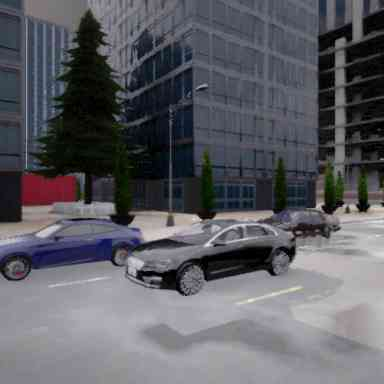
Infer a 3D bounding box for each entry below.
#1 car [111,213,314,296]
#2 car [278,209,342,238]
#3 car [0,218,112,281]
[{"bbox_3d":[0.695,1.492,8.724,4.902,1.511,2.128,0,0,-35],"label":"car"},{"bbox_3d":[5.094,1.548,16.139,5.357,1.411,2.033,0,0,-35],"label":"car"},{"bbox_3d":[-3.642,1.526,9.975,4.674,1.442,1.812,0,0,-35],"label":"car"}]
